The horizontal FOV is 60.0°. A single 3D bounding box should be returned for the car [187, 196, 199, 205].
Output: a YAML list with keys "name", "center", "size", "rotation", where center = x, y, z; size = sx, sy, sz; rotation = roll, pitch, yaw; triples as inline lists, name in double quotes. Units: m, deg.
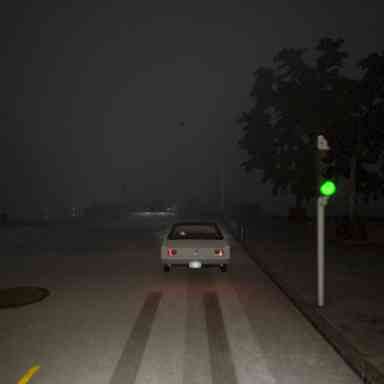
- name: "car"
  center: [0.130, 1.456, 59.310]
  size: [2.097, 1.767, 4.553]
  rotation: [0, 0, 0]

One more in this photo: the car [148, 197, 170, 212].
- name: "car"
  center: [-4.075, 1.574, 39.669]
  size: [1.837, 1.490, 4.892]
  rotation: [0, 0, 0]

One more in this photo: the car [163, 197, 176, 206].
- name: "car"
  center: [-3.968, 1.652, 59.707]
  size: [2.033, 1.411, 5.357]
  rotation: [0, 0, 0]

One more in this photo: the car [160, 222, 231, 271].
- name: "car"
  center: [0.100, 1.620, 10.954]
  size: [1.895, 1.301, 4.718]
  rotation: [0, 0, 0]

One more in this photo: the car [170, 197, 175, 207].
- name: "car"
  center: [-4.046, 1.634, 49.367]
  size: [2.033, 1.411, 5.357]
  rotation: [0, 0, 0]
